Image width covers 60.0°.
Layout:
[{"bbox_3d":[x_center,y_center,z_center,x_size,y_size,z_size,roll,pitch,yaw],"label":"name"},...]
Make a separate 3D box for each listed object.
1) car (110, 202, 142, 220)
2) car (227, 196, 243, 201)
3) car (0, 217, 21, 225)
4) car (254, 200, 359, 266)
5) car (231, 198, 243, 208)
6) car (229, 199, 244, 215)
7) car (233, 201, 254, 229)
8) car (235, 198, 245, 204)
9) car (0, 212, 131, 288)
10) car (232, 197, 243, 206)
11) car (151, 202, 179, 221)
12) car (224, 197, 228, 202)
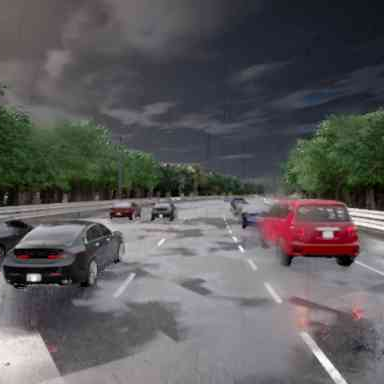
[{"bbox_3d":[-5.747,1.620,29.369,1.882,1.535,5.008,0,0,4],"label":"car"},{"bbox_3d":[5.995,1.658,43.781,2.033,1.649,4.856,0,0,6],"label":"car"},{"bbox_3d":[-6.688,1.575,11.378,1.812,1.442,4.674,0,0,1],"label":"car"},{"bbox_3d":[3.844,1.286,11.926,2.150,2.045,5.566,0,0,1],"label":"car"},{"bbox_3d":[7.326,1.767,54.372,1.882,1.535,5.008,0,0,8],"label":"car"},{"bbox_3d":[4.947,1.718,33.157,2.033,1.411,5.357,0,0,5],"label":"car"},{"bbox_3d":[4.183,1.621,22.540,2.163,1.488,4.792,0,0,3],"label":"car"},{"bbox_3d":[10.826,1.981,75.430,1.994,1.385,4.181,0,0,11],"label":"car"},{"bbox_3d":[-3.237,1.548,9.349,1.837,1.490,4.892,0,0,1],"label":"car"},{"bbox_3d":[8.935,1.784,64.925,2.033,1.649,4.856,0,0,9],"label":"car"},{"bbox_3d":[-2.292,1.646,28.639,1.837,1.490,4.892,0,0,4],"label":"car"},{"bbox_3d":[9.300,1.930,85.750,2.033,1.411,5.357,0,0,13],"label":"car"}]
